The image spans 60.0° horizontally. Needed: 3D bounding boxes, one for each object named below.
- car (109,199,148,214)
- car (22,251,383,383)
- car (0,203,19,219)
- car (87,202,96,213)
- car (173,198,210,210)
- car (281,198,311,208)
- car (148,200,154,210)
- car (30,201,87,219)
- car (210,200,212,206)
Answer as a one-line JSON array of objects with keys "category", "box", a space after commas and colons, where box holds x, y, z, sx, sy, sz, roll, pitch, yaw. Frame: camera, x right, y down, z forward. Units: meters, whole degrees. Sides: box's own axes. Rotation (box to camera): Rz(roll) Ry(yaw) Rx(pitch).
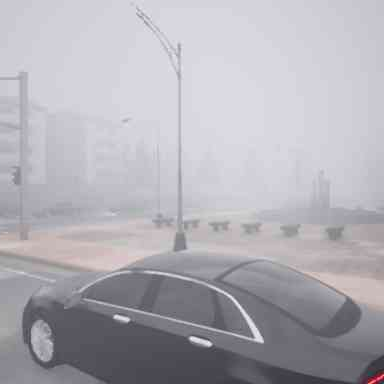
[{"category": "car", "box": [-7.601, 1.745, 38.742, 1.994, 1.385, 4.181, 0, 0, 39]}, {"category": "car", "box": [-0.193, 1.522, 4.131, 4.892, 1.490, 1.837, 0, 0, 35]}, {"category": "car", "box": [-18.183, 1.695, 29.821, 2.128, 1.511, 4.902, 0, 0, 35]}, {"category": "car", "box": [-13.032, 1.730, 37.371, 1.812, 1.442, 4.674, 0, 0, 36]}, {"category": "car", "box": [-0.340, 1.663, 46.169, 4.902, 1.511, 2.128, 0, 0, -38]}, {"category": "car", "box": [14.950, 1.585, 46.782, 4.902, 1.511, 2.128, 0, 0, -21]}, {"category": "car", "box": [-7.328, 1.706, 44.504, 1.837, 1.490, 4.892, 0, 0, 45]}, {"category": "car", "box": [-12.815, 1.687, 31.513, 1.837, 1.490, 4.892, 0, 0, 34]}, {"category": "car", "box": [0.739, 1.662, 51.296, 5.008, 1.535, 1.882, 0, 0, -33]}]
